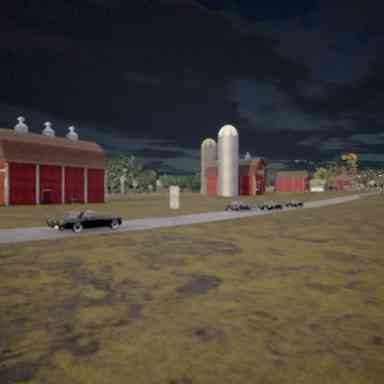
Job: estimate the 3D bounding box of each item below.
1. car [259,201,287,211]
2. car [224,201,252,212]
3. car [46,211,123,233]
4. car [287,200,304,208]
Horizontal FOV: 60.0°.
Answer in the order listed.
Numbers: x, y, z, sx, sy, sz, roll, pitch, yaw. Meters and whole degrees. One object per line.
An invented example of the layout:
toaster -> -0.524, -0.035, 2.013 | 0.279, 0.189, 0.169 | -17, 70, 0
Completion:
car -> 11.262, 1.961, 46.879 | 1.895, 1.301, 4.718 | 0, 0, 36
car -> 6.302, 1.930, 44.867 | 2.033, 1.411, 5.357 | 0, 0, 36
car -> -6.773, 1.856, 21.558 | 1.895, 1.301, 4.718 | 0, -1, 35
car -> 16.965, 1.925, 55.013 | 1.895, 1.301, 4.718 | 0, 0, 35
